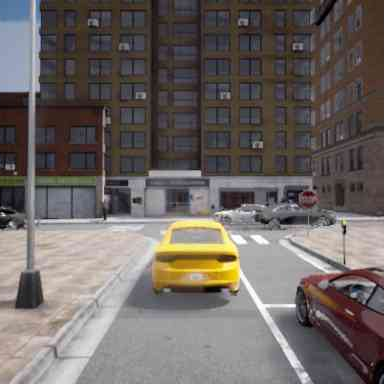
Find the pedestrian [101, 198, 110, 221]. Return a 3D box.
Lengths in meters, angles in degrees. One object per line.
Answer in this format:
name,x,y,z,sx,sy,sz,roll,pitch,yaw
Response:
pedestrian,-6.873,1.353,26.250,0.375,1.860,0.375,0,-1,0

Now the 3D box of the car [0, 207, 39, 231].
car,-11.991,1.648,20.395,4.892,1.490,1.837,-1,-1,0

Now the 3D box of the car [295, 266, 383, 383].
car,2.642,1.593,4.185,1.802,1.307,4.206,1,0,0

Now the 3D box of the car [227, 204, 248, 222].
car,3.806,1.571,23.309,4.674,1.442,1.812,-1,-1,0

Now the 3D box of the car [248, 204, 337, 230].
car,6.230,1.463,20.342,4.902,1.511,2.128,-1,-1,0

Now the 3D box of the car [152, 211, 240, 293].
car,0.116,1.501,8.958,1.882,1.535,5.008,0,0,1
